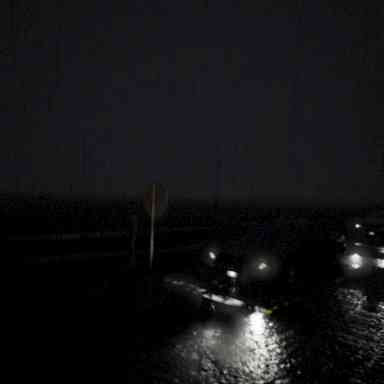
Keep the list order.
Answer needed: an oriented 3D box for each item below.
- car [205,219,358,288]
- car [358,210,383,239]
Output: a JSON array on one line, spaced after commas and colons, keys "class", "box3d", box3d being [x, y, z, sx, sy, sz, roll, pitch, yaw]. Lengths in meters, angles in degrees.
[{"class": "car", "box3d": [2.720, 1.517, 9.502, 2.033, 1.411, 5.357, 3, 1, 43]}, {"class": "car", "box3d": [9.875, 1.659, 16.936, 1.812, 1.442, 4.674, 3, 1, 44]}]
